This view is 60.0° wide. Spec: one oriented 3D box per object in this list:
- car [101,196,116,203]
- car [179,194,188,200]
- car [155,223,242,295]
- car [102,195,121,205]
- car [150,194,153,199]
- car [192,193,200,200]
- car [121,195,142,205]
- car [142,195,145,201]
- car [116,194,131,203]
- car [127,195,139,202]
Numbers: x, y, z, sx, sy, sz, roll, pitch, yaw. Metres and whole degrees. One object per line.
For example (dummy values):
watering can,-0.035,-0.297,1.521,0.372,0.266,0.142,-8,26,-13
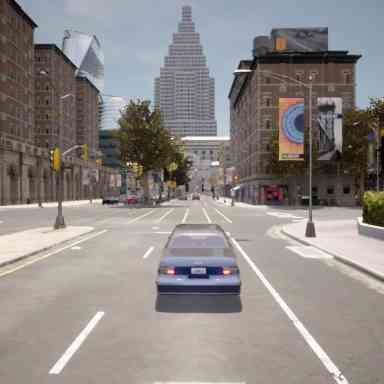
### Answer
car,-17.406,1.595,69.730,1.895,1.301,4.718,0,0,1
car,-2.410,1.540,89.562,2.033,1.411,5.357,0,0,1
car,0.169,1.547,8.841,2.033,1.411,5.357,0,0,1
car,-14.367,1.601,58.578,1.895,1.301,4.718,0,0,1
car,-10.534,1.355,79.545,2.097,1.767,4.553,0,0,1
car,1.095,1.350,89.921,2.097,1.767,4.553,0,0,1
car,-10.848,1.478,59.760,1.882,1.535,5.008,0,0,1
car,-10.658,1.500,69.556,1.837,1.490,4.892,0,0,1
car,-14.169,1.355,68.684,2.097,1.767,4.553,0,0,1
car,-14.044,1.478,78.783,1.882,1.535,5.008,0,0,1
